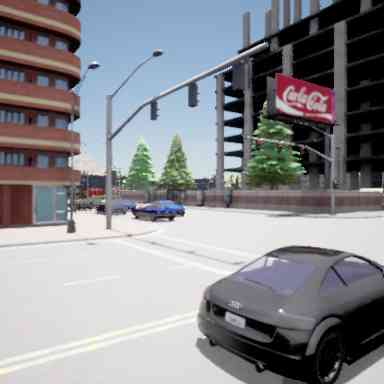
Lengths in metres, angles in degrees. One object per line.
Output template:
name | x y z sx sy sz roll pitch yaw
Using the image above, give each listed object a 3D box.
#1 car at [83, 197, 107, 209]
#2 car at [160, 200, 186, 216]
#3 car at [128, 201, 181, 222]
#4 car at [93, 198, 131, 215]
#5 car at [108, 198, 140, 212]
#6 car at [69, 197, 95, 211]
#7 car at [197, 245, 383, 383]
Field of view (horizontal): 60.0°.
car | -14.303 1.583 48.830 1.837 1.490 4.892 0 0 -36
car | -2.549 1.557 32.511 1.882 1.535 5.008 0 0 -36
car | -3.165 1.664 27.349 1.895 1.301 4.718 0 0 -35
car | -8.309 1.626 34.493 1.994 1.385 4.181 0 0 -37
car | -8.404 1.557 40.631 1.882 1.535 5.008 0 0 -36
car | -14.156 1.663 42.625 1.895 1.301 4.718 0 0 -36
car | 2.119 1.587 5.433 4.181 1.385 1.994 0 0 -38
